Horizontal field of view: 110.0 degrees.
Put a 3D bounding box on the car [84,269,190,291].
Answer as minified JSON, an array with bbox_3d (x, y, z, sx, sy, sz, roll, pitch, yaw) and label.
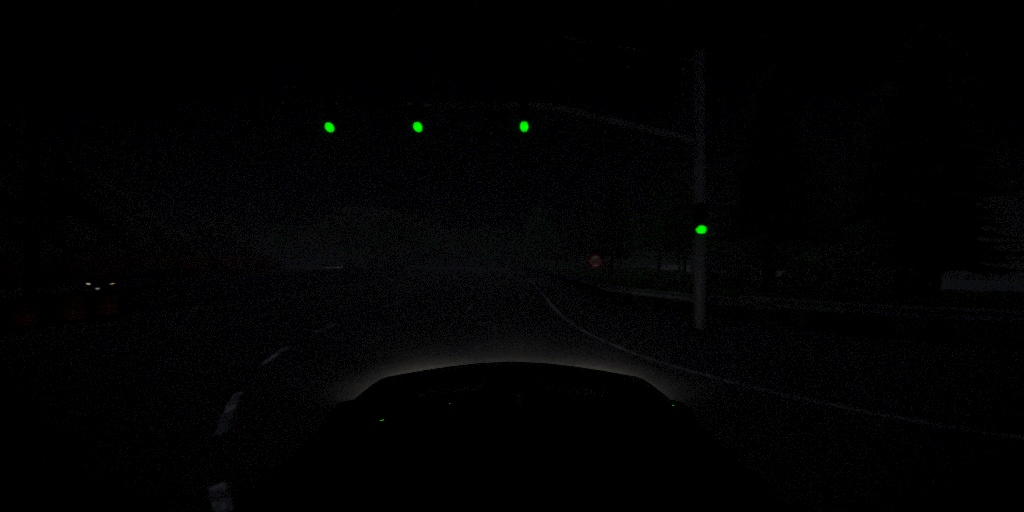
[{"bbox_3d":[-23.834,1.522,23.263,2.033,1.411,5.357,0,0,0],"label":"car"}]
